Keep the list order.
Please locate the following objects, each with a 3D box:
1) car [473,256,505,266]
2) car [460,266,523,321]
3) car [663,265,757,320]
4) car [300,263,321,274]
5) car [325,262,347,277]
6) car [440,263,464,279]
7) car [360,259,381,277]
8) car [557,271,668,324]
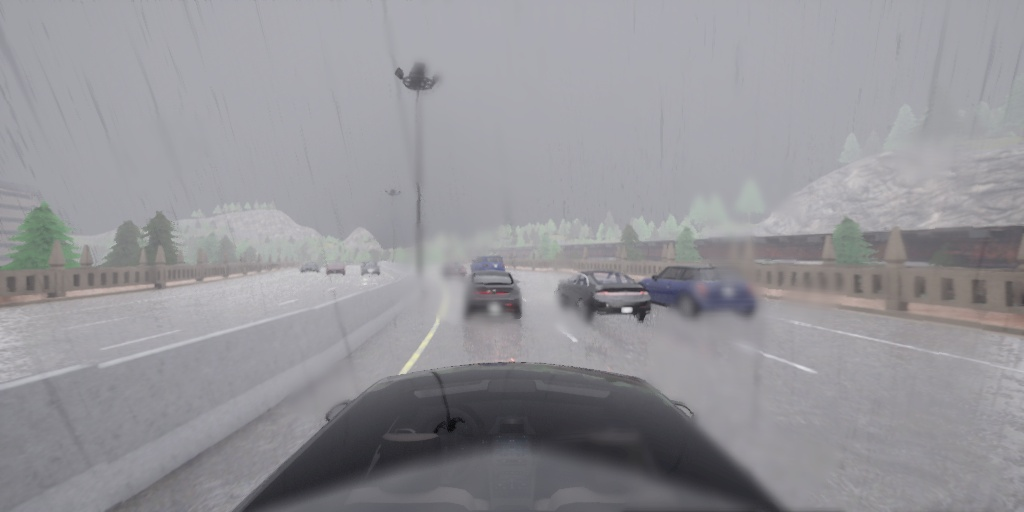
[{"bbox_3d":[-2.353,1.010,34.888,2.150,2.045,5.566,0,0,-19],"label":"car"},{"bbox_3d":[-0.747,1.269,12.691,1.837,1.490,4.892,0,0,-6],"label":"car"},{"bbox_3d":[6.244,1.081,12.799,2.097,1.767,4.553,0,0,-6],"label":"car"},{"bbox_3d":[-26.307,1.550,46.903,1.994,1.385,4.181,0,0,-23],"label":"car"},{"bbox_3d":[-19.536,1.405,39.890,1.882,1.535,5.008,0,0,-23],"label":"car"},{"bbox_3d":[-5.409,1.358,33.145,2.033,1.411,5.357,0,0,-19],"label":"car"},{"bbox_3d":[-15.380,1.384,39.037,2.128,1.511,4.902,0,0,-23],"label":"car"},{"bbox_3d":[2.829,1.238,12.005,2.128,1.511,4.902,0,0,-6],"label":"car"}]
